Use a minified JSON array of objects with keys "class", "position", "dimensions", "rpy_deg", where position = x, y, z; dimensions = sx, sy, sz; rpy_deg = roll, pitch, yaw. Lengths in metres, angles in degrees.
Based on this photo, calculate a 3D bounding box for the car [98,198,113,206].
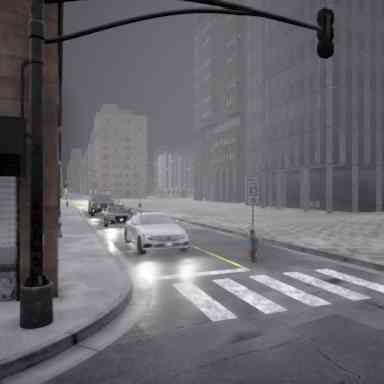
[{"class":"car","position":[-14.894,1.670,57.096],"dimensions":[1.895,1.301,4.718],"rpy_deg":[0,0,-21]}]

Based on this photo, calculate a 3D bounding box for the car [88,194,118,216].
[{"class":"car","position":[-9.056,1.261,33.042],"dimensions":[2.150,2.045,5.566],"rpy_deg":[0,0,-21]}]

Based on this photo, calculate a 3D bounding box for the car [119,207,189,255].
[{"class":"car","position":[-1.628,1.541,13.761],"dimensions":[1.812,1.442,4.674],"rpy_deg":[0,0,-21]}]

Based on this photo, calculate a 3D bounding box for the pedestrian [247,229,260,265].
[{"class":"pedestrian","position":[1.942,1.686,10.341],"dimensions":[0.500,1.100,0.500],"rpy_deg":[0,0,-21]}]

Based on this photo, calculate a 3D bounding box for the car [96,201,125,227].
[{"class":"car","position":[-5.226,1.591,23.055],"dimensions":[1.994,1.385,4.181],"rpy_deg":[0,0,-21]}]

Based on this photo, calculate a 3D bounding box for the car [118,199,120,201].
[{"class":"car","position":[-11.218,1.658,47.548],"dimensions":[1.895,1.301,4.718],"rpy_deg":[0,0,-21]}]
